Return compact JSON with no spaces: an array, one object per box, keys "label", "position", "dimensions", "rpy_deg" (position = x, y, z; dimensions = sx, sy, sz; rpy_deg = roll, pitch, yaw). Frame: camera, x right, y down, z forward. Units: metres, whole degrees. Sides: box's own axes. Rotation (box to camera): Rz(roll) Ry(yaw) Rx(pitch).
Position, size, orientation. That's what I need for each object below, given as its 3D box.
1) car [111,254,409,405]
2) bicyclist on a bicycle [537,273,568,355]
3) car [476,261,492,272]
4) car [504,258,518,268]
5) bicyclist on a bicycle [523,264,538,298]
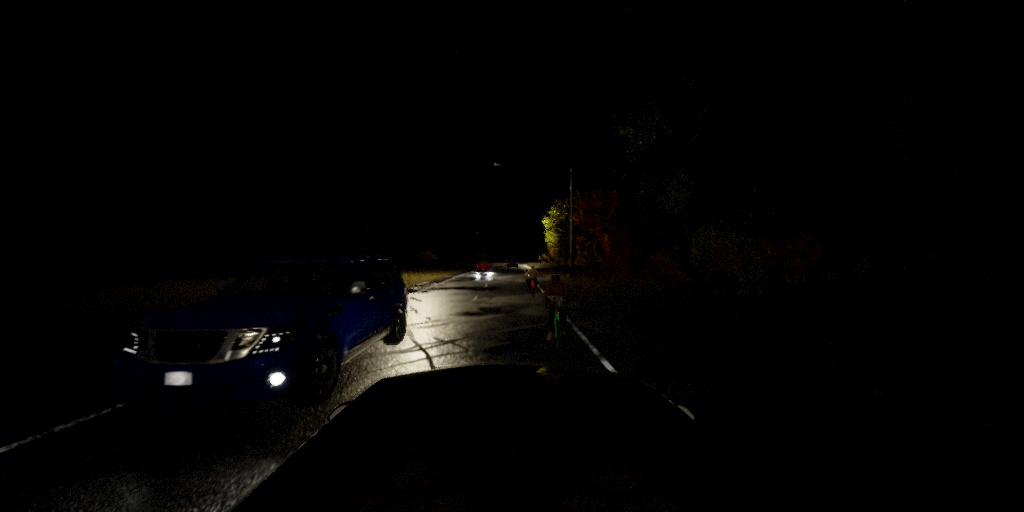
[{"label":"car","position":[-3.601,0.974,6.633],"dimensions":[2.150,2.045,5.566],"rpy_deg":[0,0,0]},{"label":"bicyclist on a bicycle","position":[0.962,1.206,7.782],"dimensions":[0.582,1.620,1.656],"rpy_deg":[0,0,0]},{"label":"car","position":[-3.601,1.371,46.846],"dimensions":[1.895,1.301,4.718],"rpy_deg":[0,0,0]},{"label":"car","position":[0.093,1.325,63.172],"dimensions":[2.033,1.411,5.357],"rpy_deg":[0,0,0]},{"label":"bicyclist on a bicycle","position":[0.990,1.194,17.454],"dimensions":[0.866,1.612,1.509],"rpy_deg":[0,0,0]}]
